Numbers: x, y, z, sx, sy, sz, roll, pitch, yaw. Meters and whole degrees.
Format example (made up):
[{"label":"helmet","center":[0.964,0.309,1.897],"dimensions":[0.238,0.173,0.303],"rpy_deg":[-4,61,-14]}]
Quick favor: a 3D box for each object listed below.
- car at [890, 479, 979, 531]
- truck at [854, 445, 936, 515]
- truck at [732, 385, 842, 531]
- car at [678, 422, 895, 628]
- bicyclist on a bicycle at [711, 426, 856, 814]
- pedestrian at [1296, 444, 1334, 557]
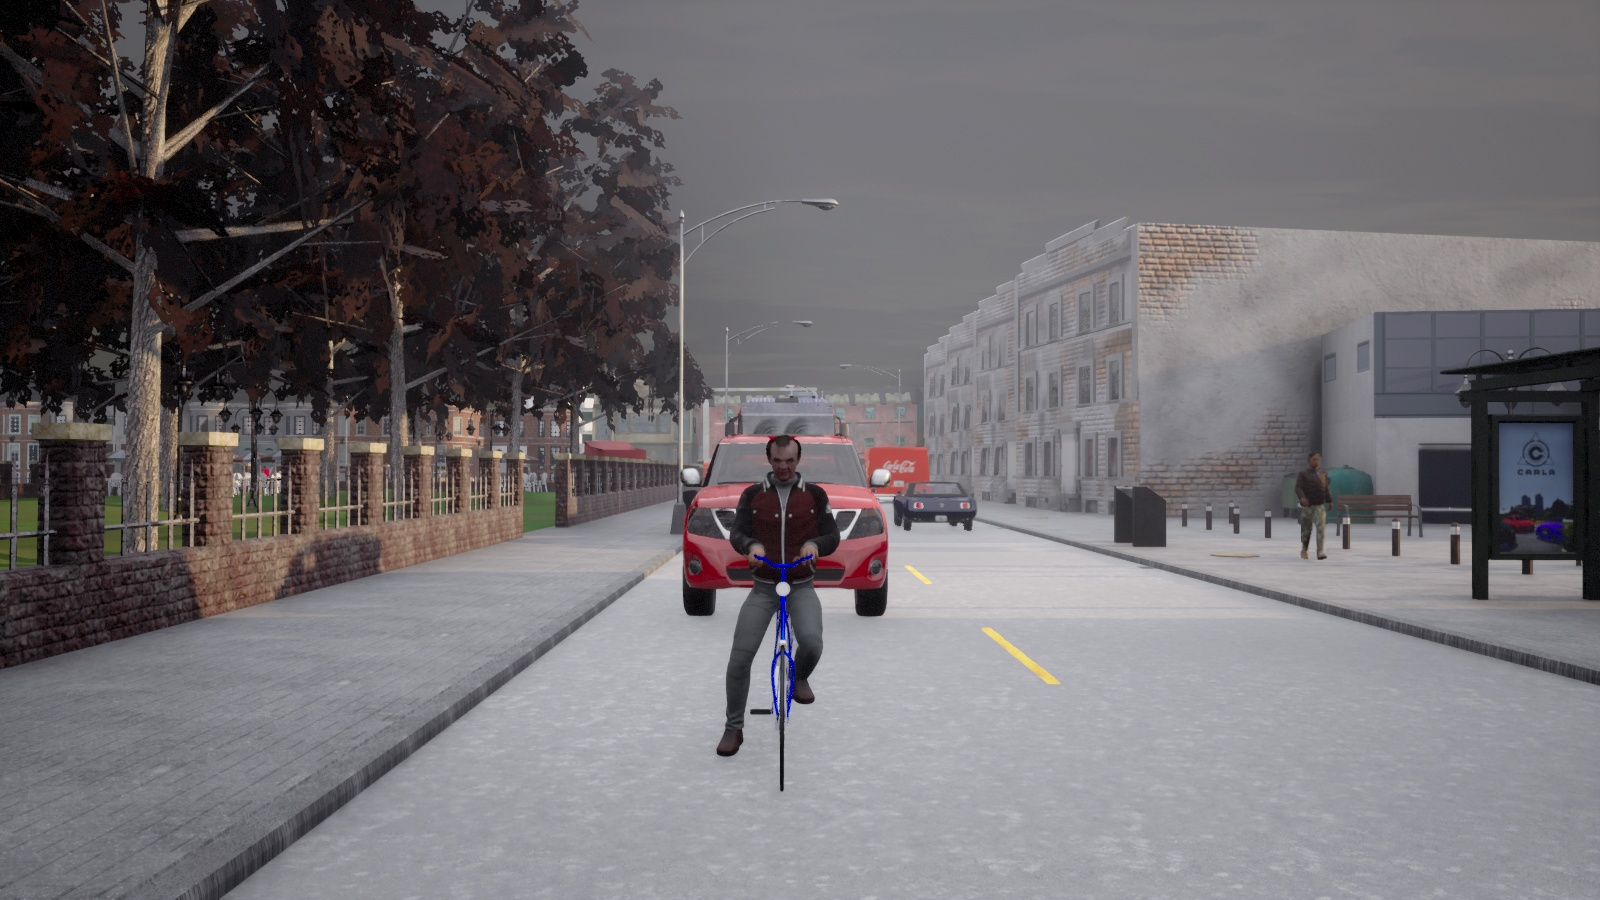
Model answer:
[{"label":"car","center":[3.643,1.482,34.734],"dimensions":[1.895,1.301,4.718],"rpy_deg":[0,-1,-1]},{"label":"truck","center":[3.505,1.108,47.409],"dimensions":[2.627,2.467,5.204],"rpy_deg":[0,-1,-1]},{"label":"truck","center":[-0.389,0.278,37.431],"dimensions":[2.891,3.827,8.468],"rpy_deg":[0,-1,-1]},{"label":"car","center":[-0.171,0.791,15.308],"dimensions":[2.150,2.045,5.566],"rpy_deg":[0,-1,-1]},{"label":"bicyclist on a bicycle","center":[-0.083,0.798,6.689],"dimensions":[0.659,1.776,1.843],"rpy_deg":[0,-1,-1]},{"label":"pedestrian","center":[8.539,0.832,20.827],"dimensions":[0.431,1.840,0.703],"rpy_deg":[0,-1,10]}]
